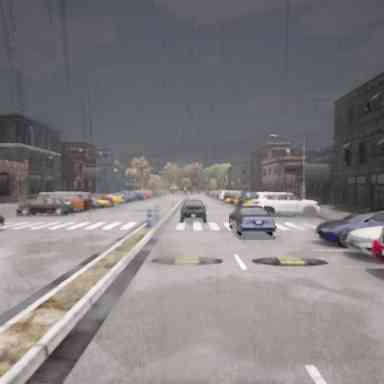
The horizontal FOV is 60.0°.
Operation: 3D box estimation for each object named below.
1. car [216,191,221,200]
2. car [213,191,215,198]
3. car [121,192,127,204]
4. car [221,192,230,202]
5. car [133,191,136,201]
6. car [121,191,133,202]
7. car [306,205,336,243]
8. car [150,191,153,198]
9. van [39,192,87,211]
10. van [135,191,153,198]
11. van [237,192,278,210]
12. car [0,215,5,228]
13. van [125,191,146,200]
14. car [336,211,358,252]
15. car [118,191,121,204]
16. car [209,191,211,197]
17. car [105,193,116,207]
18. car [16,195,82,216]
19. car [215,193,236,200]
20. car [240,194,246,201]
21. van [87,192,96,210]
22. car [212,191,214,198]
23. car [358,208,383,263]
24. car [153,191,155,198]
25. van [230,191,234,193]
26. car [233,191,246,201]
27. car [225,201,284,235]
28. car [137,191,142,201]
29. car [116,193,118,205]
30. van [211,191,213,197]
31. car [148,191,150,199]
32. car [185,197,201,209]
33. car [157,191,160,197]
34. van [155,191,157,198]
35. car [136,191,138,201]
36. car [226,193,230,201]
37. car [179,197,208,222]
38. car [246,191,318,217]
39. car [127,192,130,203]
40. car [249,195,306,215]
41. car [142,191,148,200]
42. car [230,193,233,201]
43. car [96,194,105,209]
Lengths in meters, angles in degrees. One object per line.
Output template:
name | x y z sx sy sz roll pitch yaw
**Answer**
car | 7.693 0.791 60.718 5.566 2.045 2.435 0 0 0
car | 7.663 0.980 71.747 4.892 1.521 2.231 0 0 0
car | -12.551 1.107 48.275 5.008 1.535 2.097 0 0 0
car | 7.475 1.119 49.690 5.366 1.575 1.946 0 0 0
car | -12.514 0.921 56.609 4.553 1.767 2.185 0 0 0
car | -12.517 0.939 53.828 4.553 1.767 2.185 0 0 0
car | 7.617 1.432 13.841 4.792 1.488 2.163 0 0 0
car | -12.494 0.693 76.059 5.566 2.045 2.435 0 0 0
van | -12.692 1.014 31.596 4.442 1.987 1.878 0 0 0
van | -12.626 0.686 87.178 4.442 1.987 1.878 0 0 0
van | 7.540 0.989 38.659 4.442 1.987 1.878 0 0 0
car | -12.562 1.374 17.700 4.792 1.488 2.163 0 0 0
van | -12.409 0.730 73.282 4.442 1.987 1.878 0 0 0
car | 7.647 1.459 11.083 4.674 1.452 2.002 0 0 0
car | -12.590 1.003 45.492 4.553 1.767 2.185 0 0 0
car | 7.670 0.919 88.289 4.892 1.521 2.231 0 0 0
car | -12.380 1.171 39.935 5.366 1.575 1.946 0 0 0
car | -12.572 1.263 28.818 4.892 1.521 2.231 0 0 0
car | 7.669 0.994 77.262 4.674 1.452 2.002 0 0 0
car | 7.649 1.263 33.020 5.008 1.535 2.097 0 0 0
van | -12.688 0.993 34.375 4.442 1.987 1.878 0 0 0
car | 7.856 0.963 74.503 5.366 1.575 1.946 0 0 0
car | 7.615 1.183 8.323 5.566 2.045 2.435 0 0 0
car | -12.510 0.959 84.274 4.674 1.452 2.002 0 0 0
van | 7.775 0.941 44.174 4.442 1.987 1.878 0 0 0
car | 7.683 0.988 35.901 5.566 2.045 2.435 0 1 0
car | 3.101 1.443 17.968 2.033 1.411 5.357 0 0 0
car | -12.532 1.013 62.167 4.892 1.521 2.231 0 0 0
car | -12.556 1.151 42.715 5.008 1.535 2.097 0 0 0
van | 7.555 0.719 79.894 4.442 1.987 1.878 0 0 0
car | -12.343 0.965 70.503 5.366 1.575 1.946 0 0 0
car | 0.118 1.308 41.924 1.895 1.301 4.718 0 1 0
car | -12.530 0.651 92.735 5.566 2.045 2.435 0 0 0
van | -12.389 0.680 89.955 4.442 1.987 1.878 0 0 0
car | -12.539 1.068 59.389 4.674 1.452 2.002 0 0 0
car | 7.657 1.185 46.933 4.674 1.452 2.002 0 0 0
car | 0.105 1.350 24.865 1.837 1.490 4.892 0 0 0
car | 7.680 1.055 27.626 5.566 2.045 2.435 0 0 0
car | -12.558 1.087 51.051 4.892 1.521 2.231 0 0 0
car | 7.684 1.160 30.262 4.553 1.767 2.185 0 0 0
car | -12.504 0.730 67.724 5.566 2.045 2.435 0 0 0
car | 7.663 1.191 41.418 5.008 1.535 2.097 0 0 0
car | -12.571 1.237 37.156 4.674 1.452 2.002 0 0 0
